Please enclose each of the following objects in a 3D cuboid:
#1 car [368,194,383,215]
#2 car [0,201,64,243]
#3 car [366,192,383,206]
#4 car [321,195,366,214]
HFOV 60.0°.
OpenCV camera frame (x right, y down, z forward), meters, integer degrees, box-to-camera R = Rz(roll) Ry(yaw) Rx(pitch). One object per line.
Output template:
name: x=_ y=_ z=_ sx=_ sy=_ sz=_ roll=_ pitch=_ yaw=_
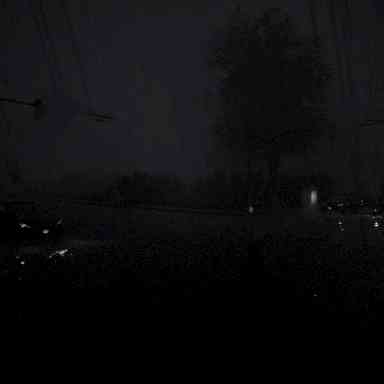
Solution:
car: x=15.669 y=1.063 z=25.901 sx=1.994 sy=1.385 sz=4.181 roll=2 pitch=2 yaw=45
car: x=-7.104 y=1.112 z=13.768 sx=4.674 sy=1.442 sz=1.812 roll=2 pitch=2 yaw=42
car: x=18.846 y=0.797 z=34.090 sx=1.882 sy=1.535 sz=5.008 roll=2 pitch=2 yaw=45
car: x=12.420 y=0.950 z=27.608 sx=4.674 sy=1.442 sz=1.812 roll=-1 pitch=2 yaw=-45
